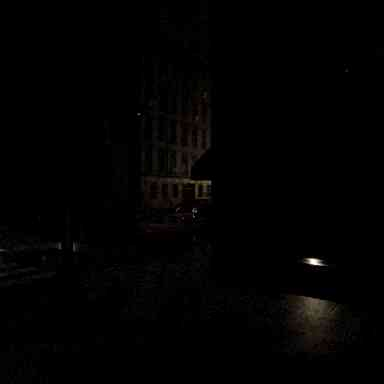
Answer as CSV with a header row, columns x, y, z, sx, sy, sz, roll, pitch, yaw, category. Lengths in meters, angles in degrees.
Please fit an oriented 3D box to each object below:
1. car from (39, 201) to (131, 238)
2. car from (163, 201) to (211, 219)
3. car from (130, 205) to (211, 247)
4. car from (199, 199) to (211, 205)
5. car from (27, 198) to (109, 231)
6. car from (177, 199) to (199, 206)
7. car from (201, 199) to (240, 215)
x,y,z,sx,sy,sz,roll,pitch,yaw,category
-5.187,1.457,17.802,1.882,1.535,5.008,0,0,34,car
-0.357,1.521,28.934,1.947,1.339,4.313,0,0,36,car
-0.337,1.530,15.158,1.752,1.417,4.829,0,0,36,car
2.868,1.314,19.639,2.192,1.841,5.009,0,0,36,car
-6.959,1.282,19.693,2.192,1.841,5.009,0,0,36,car
0.649,1.321,25.970,2.097,1.767,4.553,0,0,35,car
2.945,1.493,33.554,1.887,1.381,4.507,0,0,36,car
